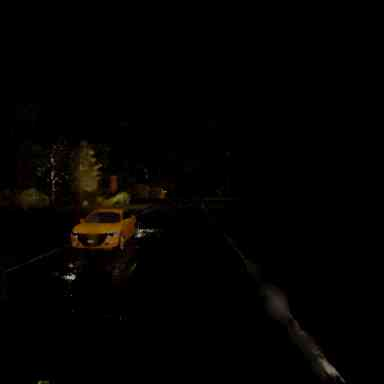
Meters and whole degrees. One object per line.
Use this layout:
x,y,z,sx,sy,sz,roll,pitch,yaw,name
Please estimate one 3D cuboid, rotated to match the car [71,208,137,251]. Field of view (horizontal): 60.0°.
-3.600,1.478,14.352,1.882,1.535,5.008,0,0,0,car
